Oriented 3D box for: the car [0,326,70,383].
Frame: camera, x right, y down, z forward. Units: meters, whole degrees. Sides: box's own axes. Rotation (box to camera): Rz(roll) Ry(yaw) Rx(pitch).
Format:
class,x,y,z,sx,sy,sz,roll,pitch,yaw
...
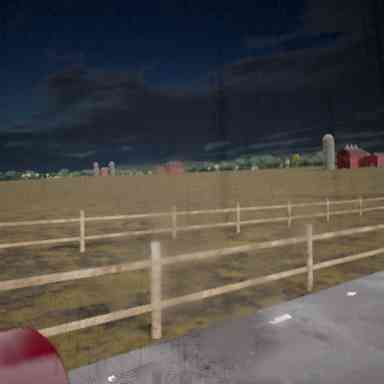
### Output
class,x,y,z,sx,sy,sz,roll,pitch,yaw
car,-2.928,1.497,0.978,5.008,1.535,1.882,-1,0,-36
